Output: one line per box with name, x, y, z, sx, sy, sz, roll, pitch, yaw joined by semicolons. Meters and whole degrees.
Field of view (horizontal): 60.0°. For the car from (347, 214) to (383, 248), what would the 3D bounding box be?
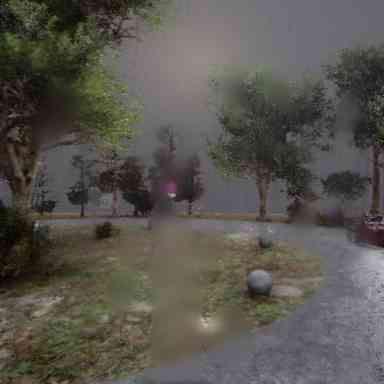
car;7.917;1.576;13.130;1.812;1.442;4.674;1;0;1
